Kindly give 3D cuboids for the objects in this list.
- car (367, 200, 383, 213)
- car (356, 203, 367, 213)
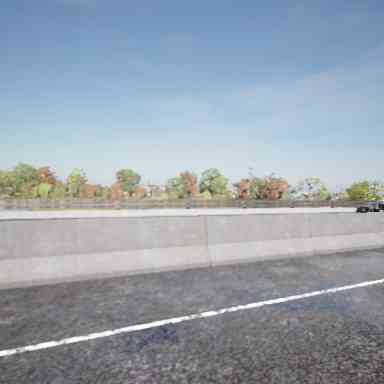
[{"bbox_3d":[18.825,1.351,30.074,5.566,2.045,2.150,1,1,-28],"label":"car"},{"bbox_3d":[18.795,1.657,34.024,4.181,1.385,1.994,1,1,-28],"label":"car"}]
